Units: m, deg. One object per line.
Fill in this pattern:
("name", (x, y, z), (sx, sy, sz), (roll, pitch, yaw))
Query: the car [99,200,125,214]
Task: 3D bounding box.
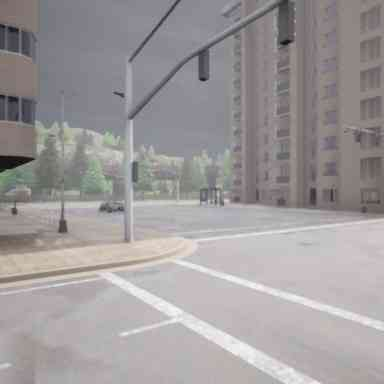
("car", (-8.275, 1.544, 35.064), (1.994, 1.385, 4.181), (0, 0, -36))
